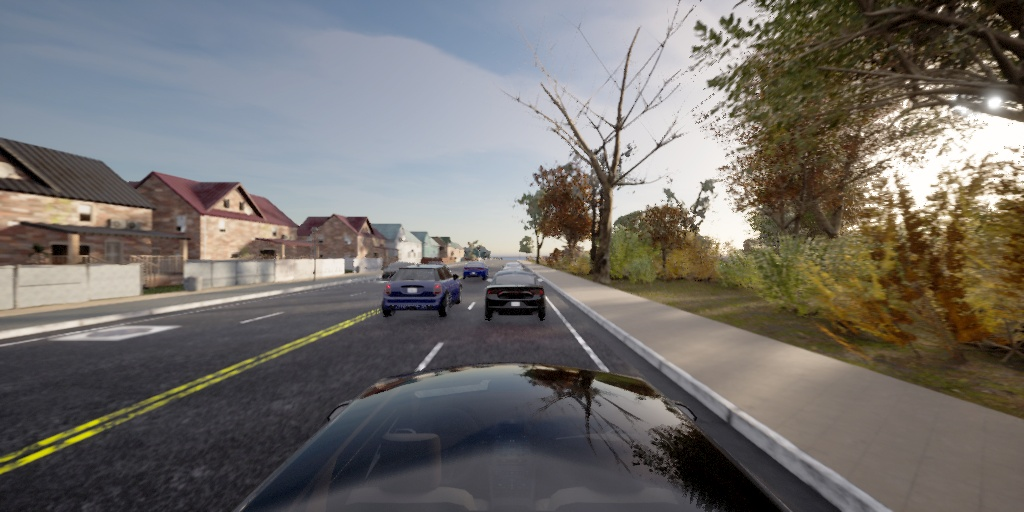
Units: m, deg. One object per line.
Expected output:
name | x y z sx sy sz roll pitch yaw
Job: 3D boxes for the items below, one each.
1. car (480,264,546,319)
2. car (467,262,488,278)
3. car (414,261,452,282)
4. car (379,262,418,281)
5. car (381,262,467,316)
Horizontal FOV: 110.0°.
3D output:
car | 0.104 1.230 12.807 1.882 1.535 5.008 0 0 0
car | -3.141 1.242 31.652 1.882 1.535 5.008 0 0 0
car | -6.568 1.254 30.317 2.128 1.511 4.902 0 0 0
car | -9.813 1.270 31.373 1.837 1.490 4.892 0 -1 0
car | -3.146 1.105 13.433 2.097 1.767 4.553 0 0 0
